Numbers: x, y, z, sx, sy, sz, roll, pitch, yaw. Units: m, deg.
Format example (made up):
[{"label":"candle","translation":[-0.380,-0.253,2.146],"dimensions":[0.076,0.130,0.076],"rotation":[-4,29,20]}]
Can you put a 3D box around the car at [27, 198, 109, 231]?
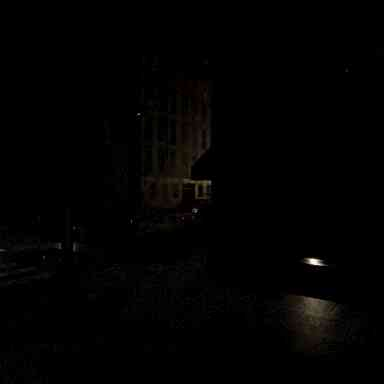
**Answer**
[{"label":"car","translation":[-6.959,1.282,19.693],"dimensions":[2.192,1.841,5.009],"rotation":[0,0,36]}]

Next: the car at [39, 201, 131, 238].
[{"label":"car","translation":[-5.187,1.457,17.802],"dimensions":[1.882,1.535,5.008],"rotation":[0,0,34]}]

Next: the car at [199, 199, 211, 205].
[{"label":"car","translation":[2.868,1.314,19.639],"dimensions":[2.192,1.841,5.009],"rotation":[0,0,36]}]

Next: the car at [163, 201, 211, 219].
[{"label":"car","translation":[-0.357,1.521,28.934],"dimensions":[1.947,1.339,4.313],"rotation":[0,0,36]}]

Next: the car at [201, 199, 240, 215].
[{"label":"car","translation":[2.944,1.493,33.554],"dimensions":[1.887,1.381,4.507],"rotation":[0,0,36]}]

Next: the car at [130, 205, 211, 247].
[{"label":"car","translation":[-0.337,1.530,15.158],"dimensions":[1.752,1.417,4.829],"rotation":[0,0,36]}]

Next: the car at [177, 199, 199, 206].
[{"label":"car","translation":[0.649,1.321,25.970],"dimensions":[2.097,1.767,4.553],"rotation":[0,0,35]}]
